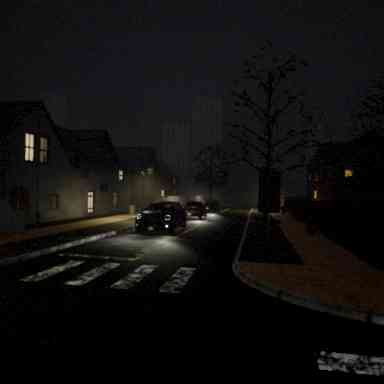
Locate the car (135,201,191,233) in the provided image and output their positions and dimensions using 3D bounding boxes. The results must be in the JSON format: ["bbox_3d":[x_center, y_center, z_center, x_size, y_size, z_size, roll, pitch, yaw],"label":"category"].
[{"bbox_3d":[-1.699,1.336,19.526,2.097,1.767,4.553,1,0,11],"label":"car"}]

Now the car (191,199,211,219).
[{"bbox_3d":[0.223,1.550,29.388,1.812,1.442,4.674,1,0,11],"label":"car"}]

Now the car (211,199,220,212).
[{"bbox_3d":[2.227,1.559,39.587,2.128,1.511,4.902,1,0,11],"label":"car"}]
